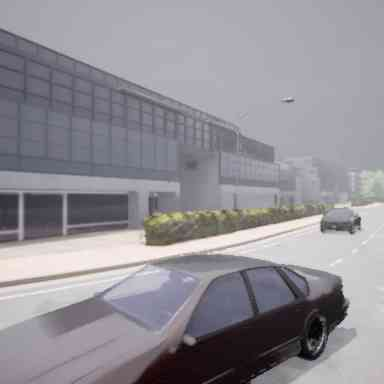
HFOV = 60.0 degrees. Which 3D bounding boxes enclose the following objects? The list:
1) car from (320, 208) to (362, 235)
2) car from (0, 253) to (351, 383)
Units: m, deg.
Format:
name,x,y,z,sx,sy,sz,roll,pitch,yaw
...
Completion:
name,x,y,z,sx,sy,sz,roll,pitch,yaw
car,9.610,1.772,21.313,1.882,1.535,5.008,0,-1,34
car,0.132,1.606,4.399,5.357,1.411,2.033,1,-1,-41
